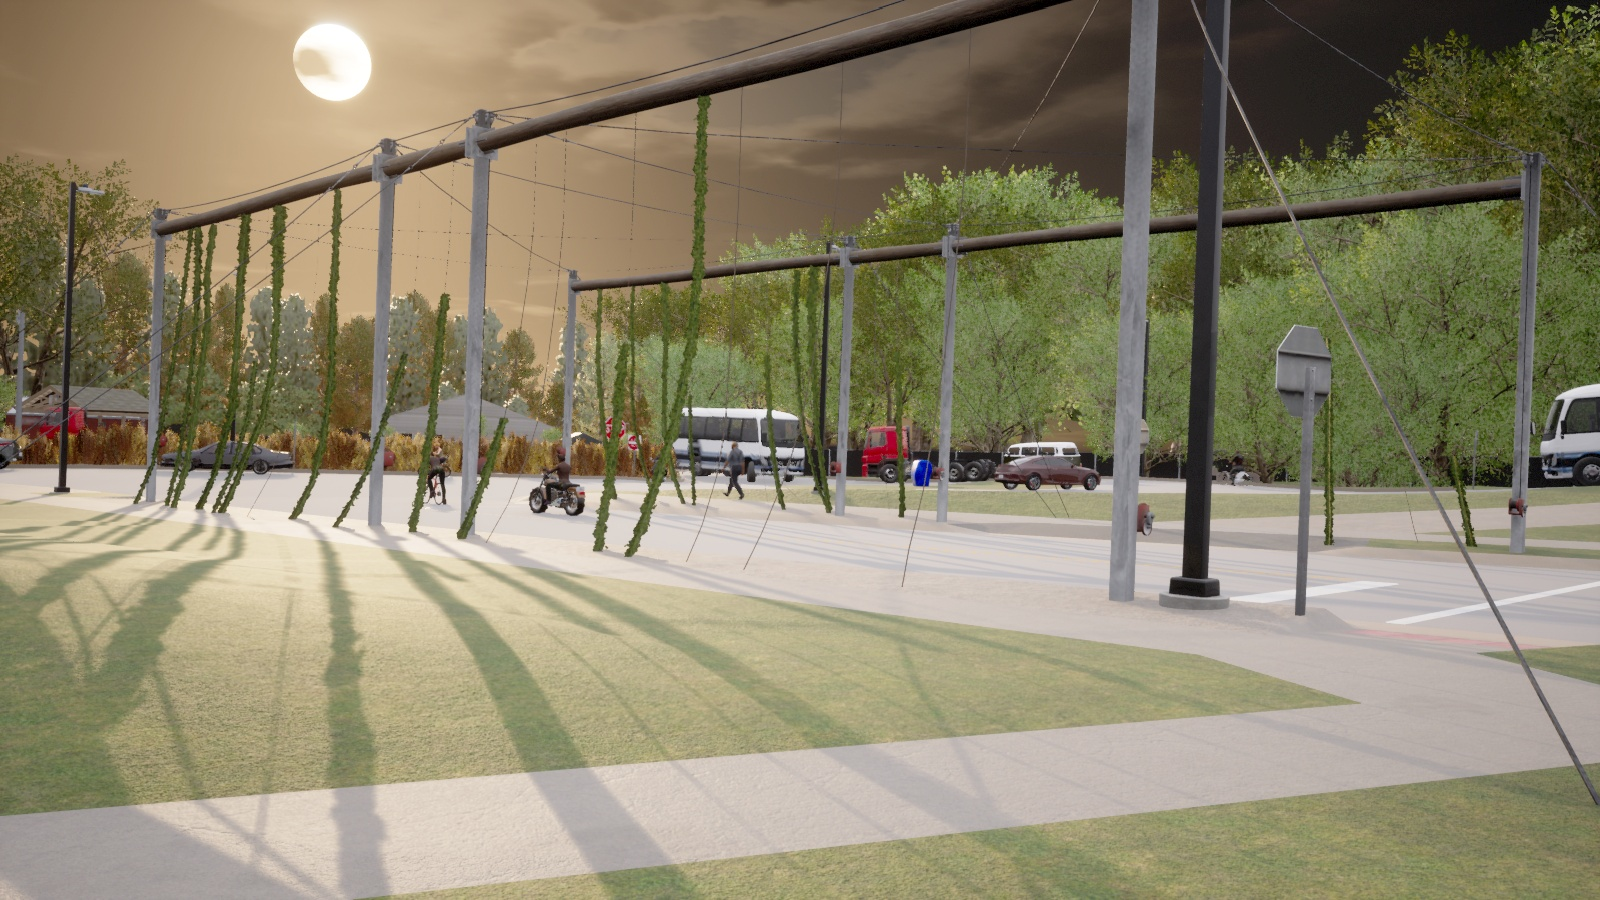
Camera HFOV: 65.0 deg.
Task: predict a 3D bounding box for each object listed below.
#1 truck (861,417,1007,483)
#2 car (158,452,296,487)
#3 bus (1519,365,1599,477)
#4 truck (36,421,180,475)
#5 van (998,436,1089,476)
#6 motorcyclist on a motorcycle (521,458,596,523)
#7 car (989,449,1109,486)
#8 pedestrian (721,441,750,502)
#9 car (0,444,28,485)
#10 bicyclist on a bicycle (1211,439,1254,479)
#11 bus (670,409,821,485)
[{"bbox_3d":[7.898,0.026,73.962,7.936,3.462,2.891,-3,-1,19],"label":"truck"},{"bbox_3d":[-24.988,0.853,55.004,5.357,1.411,2.033,1,1,-20],"label":"car"},{"bbox_3d":[34.920,-1.490,49.975,10.273,4.253,3.944,-6,-2,24],"label":"bus"},{"bbox_3d":[-45.891,-0.173,83.538,7.936,3.462,2.891,0,1,-18],"label":"truck"},{"bbox_3d":[12.936,0.327,66.918,2.069,2.038,4.480,-2,1,-35],"label":"van"},{"bbox_3d":[-6.378,1.052,33.081,2.350,1.649,0.766,-1,-1,45],"label":"motorcyclist on a motorcycle"},{"bbox_3d":[10.288,0.724,51.930,4.674,1.442,1.812,0,-1,-25],"label":"car"},{"bbox_3d":[-1.987,0.642,38.630,0.540,1.848,0.694,1,0,-44],"label":"pedestrian"},{"bbox_3d":[-34.777,0.611,51.454,5.027,1.651,2.152,-1,1,-20],"label":"car"},{"bbox_3d":[20.198,0.423,58.702,0.659,1.776,1.843,4,0,-27],"label":"bicyclist on a bicycle"},{"bbox_3d":[-3.460,-0.276,75.546,3.944,4.253,10.273,0,1,-37],"label":"bus"}]
